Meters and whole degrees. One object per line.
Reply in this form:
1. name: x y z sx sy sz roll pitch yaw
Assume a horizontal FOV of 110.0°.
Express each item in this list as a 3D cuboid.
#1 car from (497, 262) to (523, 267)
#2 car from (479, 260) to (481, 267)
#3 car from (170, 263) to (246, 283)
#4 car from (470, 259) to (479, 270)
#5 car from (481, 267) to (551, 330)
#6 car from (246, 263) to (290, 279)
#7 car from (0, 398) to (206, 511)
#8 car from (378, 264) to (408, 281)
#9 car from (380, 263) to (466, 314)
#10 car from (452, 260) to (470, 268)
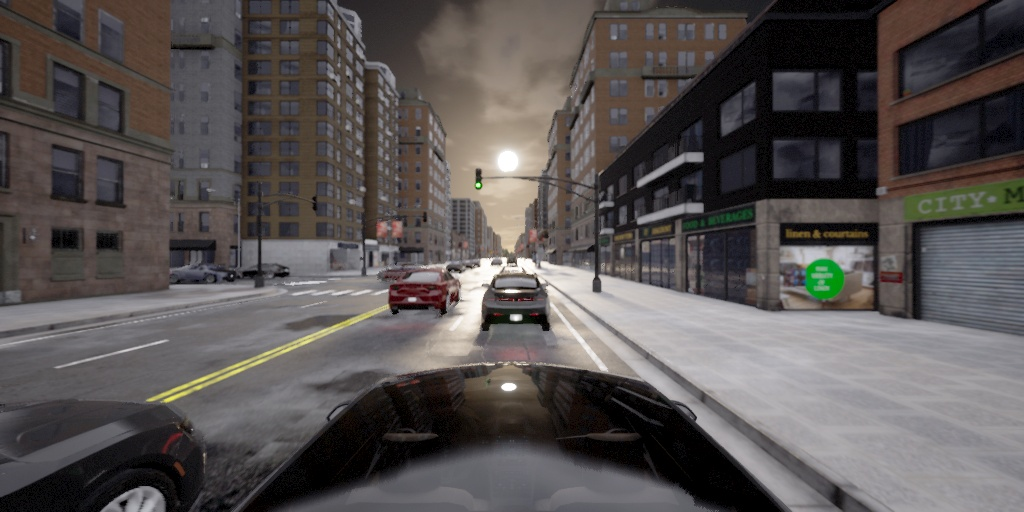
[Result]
1. car: 0.090 1.330 24.751 1.895 1.301 4.718 0 0 0
2. car: -6.501 1.257 63.583 2.033 1.411 5.357 0 0 0
3. car: -22.634 1.284 26.446 4.181 1.385 1.994 0 0 0
4. car: -6.576 1.261 53.084 2.033 1.411 5.357 0 0 1
5. car: 0.100 1.244 11.085 1.837 1.490 4.892 0 0 0
6. car: -22.149 1.310 31.925 4.313 1.339 1.948 0 0 0
7. car: -3.147 1.258 0.586 1.837 1.490 4.892 0 1 0
8. car: -8.110 1.291 26.607 4.181 1.385 1.994 0 0 39
9. car: -3.150 1.216 13.783 1.882 1.535 5.008 0 0 0
10. car: -6.599 1.266 42.632 2.033 1.411 5.357 0 0 0
